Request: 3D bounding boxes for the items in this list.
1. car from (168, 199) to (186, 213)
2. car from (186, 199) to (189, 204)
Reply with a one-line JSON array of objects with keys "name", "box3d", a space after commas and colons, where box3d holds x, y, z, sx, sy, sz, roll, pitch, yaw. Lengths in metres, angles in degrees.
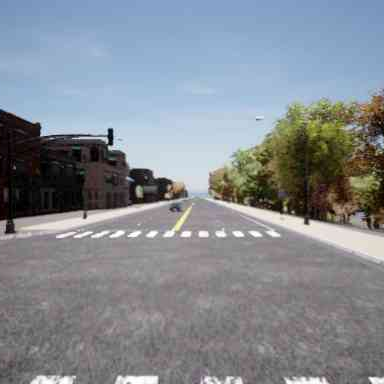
[{"name": "car", "box3d": [-2.293, 2.208, 47.746, 1.837, 1.490, 4.892, 0, 1, 1]}, {"name": "car", "box3d": [-1.695, 2.411, 80.719, 1.812, 1.442, 4.674, 0, -1, 1]}]
